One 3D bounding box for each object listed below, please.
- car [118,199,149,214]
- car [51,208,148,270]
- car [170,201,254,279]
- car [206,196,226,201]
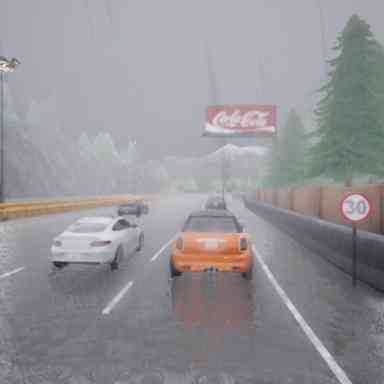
[{"bbox_3d":[-5.000,1.374,28.757,2.128,1.511,4.902,0,0,5],"label":"car"},{"bbox_3d":[-2.870,1.478,10.823,1.812,1.442,4.674,0,0,4],"label":"car"},{"bbox_3d":[0.606,1.318,10.195,2.097,1.767,4.553,0,0,4],"label":"car"},{"bbox_3d":[2.477,1.239,34.421,2.097,1.767,4.553,0,0,5],"label":"car"}]
